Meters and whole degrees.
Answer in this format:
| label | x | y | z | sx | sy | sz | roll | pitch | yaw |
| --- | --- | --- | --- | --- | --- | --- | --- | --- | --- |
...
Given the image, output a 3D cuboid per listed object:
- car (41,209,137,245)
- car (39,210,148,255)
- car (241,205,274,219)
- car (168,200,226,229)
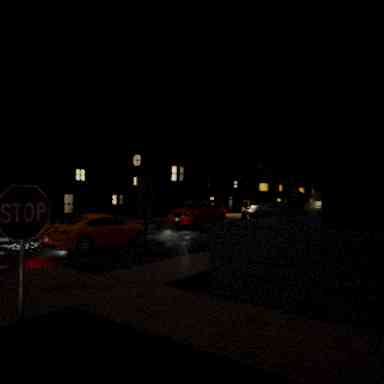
| label | x | y | z | sx | sy | sz | roll | pitch | yaw |
| --- | --- | --- | --- | --- | --- | --- | --- | --- | --- |
| car | -5.239 | 1.715 | 17.587 | 1.812 | 1.442 | 4.674 | 2 | 0 | 35 |
| car | -4.084 | 1.702 | 14.672 | 1.882 | 1.535 | 5.008 | 1 | -1 | 36 |
| car | 6.751 | 2.130 | 33.982 | 2.128 | 1.511 | 4.902 | 2 | 0 | 36 |
| car | 0.569 | 1.626 | 25.545 | 2.150 | 2.045 | 5.566 | 2 | 0 | 36 |
